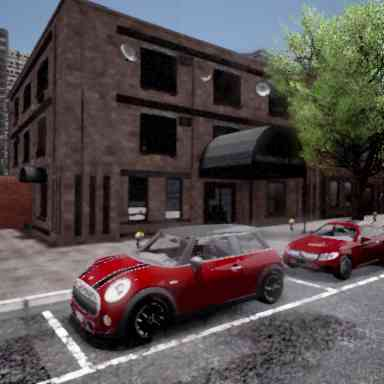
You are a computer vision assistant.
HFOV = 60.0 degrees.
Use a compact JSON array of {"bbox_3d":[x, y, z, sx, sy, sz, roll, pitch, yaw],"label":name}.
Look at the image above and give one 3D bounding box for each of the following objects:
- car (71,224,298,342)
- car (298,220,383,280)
[{"bbox_3d":[-0.142,1.415,6.400,4.097,1.590,1.967,-1,1,-35],"label":"car"},{"bbox_3d":[4.486,1.514,9.706,4.206,1.307,1.802,-1,1,-36],"label":"car"}]
